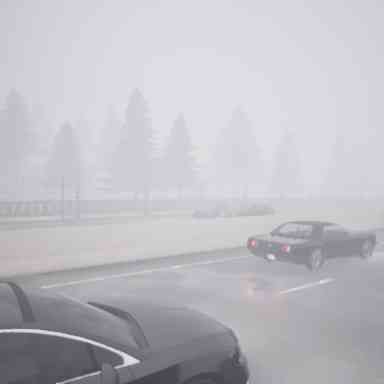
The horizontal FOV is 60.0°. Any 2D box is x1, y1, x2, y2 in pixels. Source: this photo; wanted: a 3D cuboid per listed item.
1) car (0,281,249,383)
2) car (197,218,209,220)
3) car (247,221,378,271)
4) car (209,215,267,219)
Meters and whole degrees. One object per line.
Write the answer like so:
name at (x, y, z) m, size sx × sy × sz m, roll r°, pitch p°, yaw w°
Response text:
car at (-1.688, 1.504, 2.513) m, size 4.892 × 1.490 × 1.837 m, roll 0°, pitch 0°, yaw -36°
car at (2.108, 1.574, 26.968) m, size 4.181 × 1.385 × 1.994 m, roll 0°, pitch 0°, yaw -35°
car at (4.126, 1.608, 10.976) m, size 4.718 × 1.301 × 1.895 m, roll 0°, pitch 0°, yaw -35°
car at (4.014, 1.503, 24.030) m, size 4.902 × 1.511 × 2.128 m, roll 0°, pitch 0°, yaw -35°
